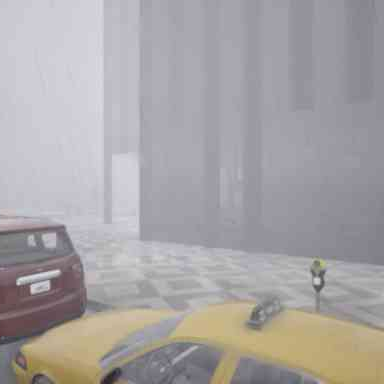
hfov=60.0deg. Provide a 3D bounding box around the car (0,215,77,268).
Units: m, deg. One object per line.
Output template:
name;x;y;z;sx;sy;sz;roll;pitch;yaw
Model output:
car;-3.935;1.337;5.748;5.009;1.841;2.192;0;0;35

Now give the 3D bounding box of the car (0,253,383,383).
car;0.352;1.530;2.706;4.829;1.417;1.752;0;0;35
